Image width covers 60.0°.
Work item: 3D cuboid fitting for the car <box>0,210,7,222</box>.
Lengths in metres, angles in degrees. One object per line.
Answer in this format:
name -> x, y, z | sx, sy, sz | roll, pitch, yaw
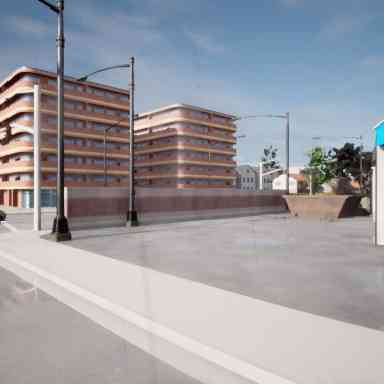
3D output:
car -> -15.060, 1.477, 22.086 | 4.902, 1.511, 2.128 | 0, 0, -41
